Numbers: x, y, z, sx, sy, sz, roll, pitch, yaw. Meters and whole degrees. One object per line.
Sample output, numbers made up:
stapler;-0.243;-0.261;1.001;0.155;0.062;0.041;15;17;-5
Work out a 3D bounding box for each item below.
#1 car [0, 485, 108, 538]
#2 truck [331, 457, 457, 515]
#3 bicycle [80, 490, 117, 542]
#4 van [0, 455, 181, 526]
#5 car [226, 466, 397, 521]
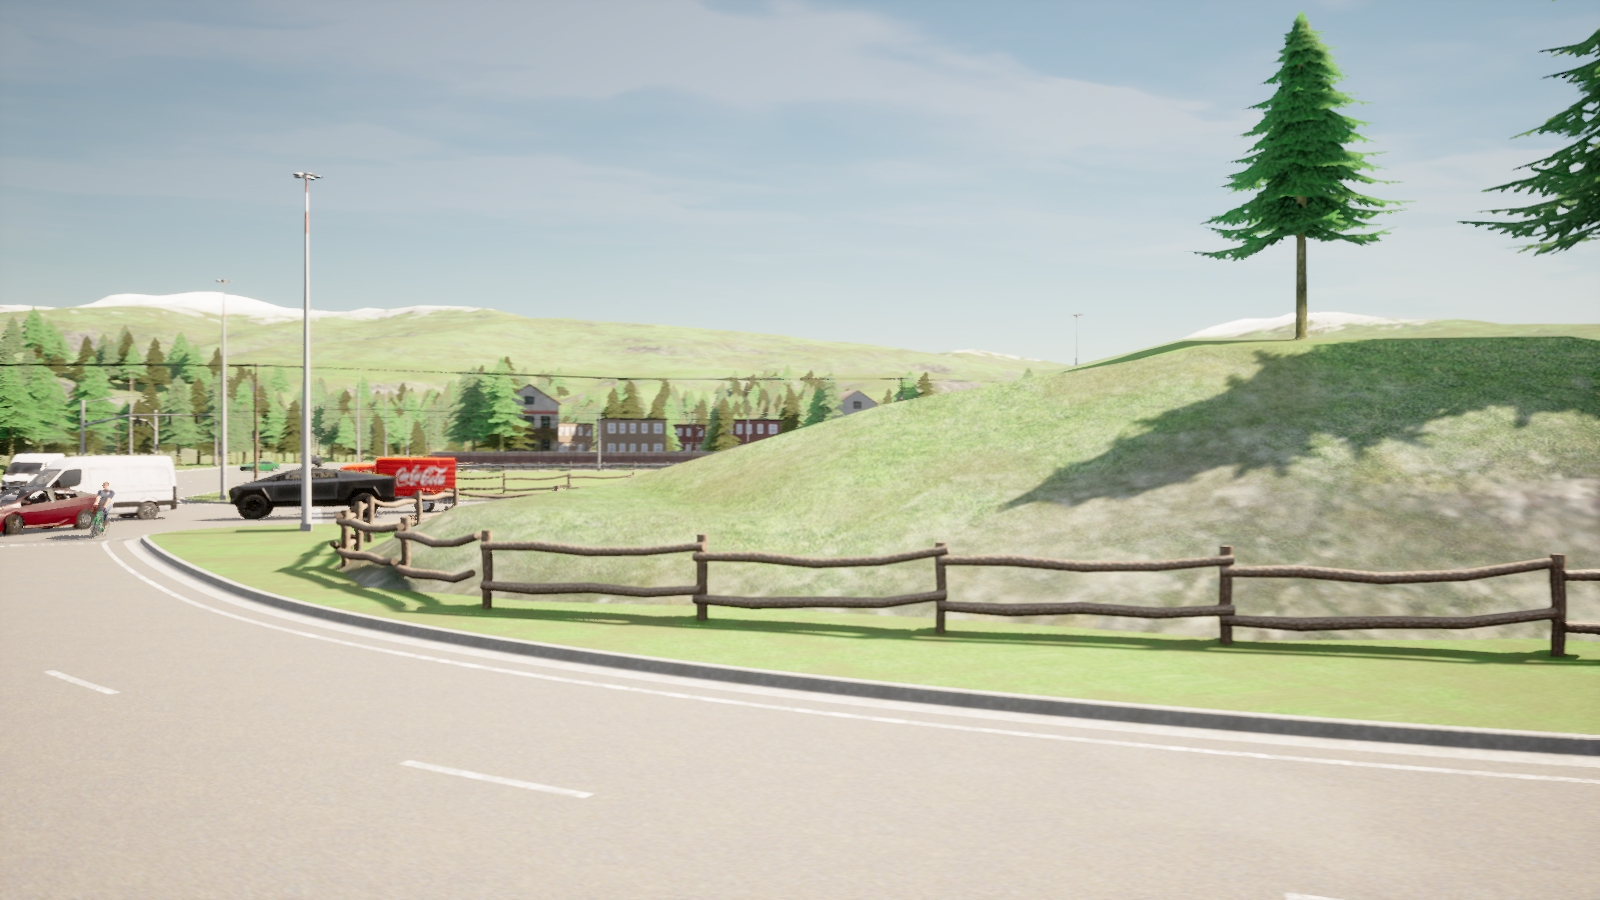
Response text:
car;-25.981;2.027;38.497;2.007;1.525;4.514;0;0;12
truck;-18.117;1.560;51.221;5.204;2.467;2.627;0;0;-18
bicycle;-22.023;2.046;35.874;0.373;1.496;1.643;6;-1;-14
van;-27.684;1.522;44.586;1.988;2.561;5.915;-1;-1;35
car;-19.906;1.745;46.913;6.274;2.098;2.390;0;0;-19
